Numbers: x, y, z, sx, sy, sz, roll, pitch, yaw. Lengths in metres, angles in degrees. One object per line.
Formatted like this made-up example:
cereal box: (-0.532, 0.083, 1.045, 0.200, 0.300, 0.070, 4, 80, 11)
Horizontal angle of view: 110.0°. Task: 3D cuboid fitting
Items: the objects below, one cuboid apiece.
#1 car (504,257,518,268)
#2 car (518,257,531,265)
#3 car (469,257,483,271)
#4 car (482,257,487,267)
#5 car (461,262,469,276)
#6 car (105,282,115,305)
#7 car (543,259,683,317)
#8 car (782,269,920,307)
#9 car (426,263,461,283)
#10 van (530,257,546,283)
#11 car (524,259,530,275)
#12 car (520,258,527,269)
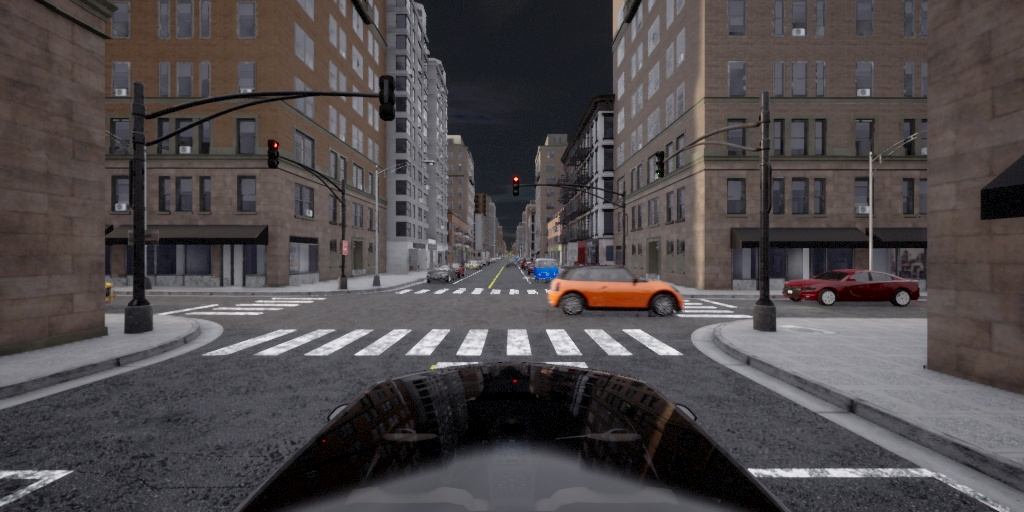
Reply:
car: (-0.050, 1.333, 61.551, 1.895, 1.301, 4.718, 0, 0, 0)
car: (2.503, 1.051, 56.349, 2.192, 1.841, 5.009, 0, 0, 0)
car: (-5.508, 1.266, 50.471, 1.751, 1.417, 4.829, 0, 0, 0)
car: (-5.522, 1.302, 56.323, 1.948, 1.339, 4.313, 0, 0, 0)
car: (-5.466, 1.291, 33.595, 1.888, 1.381, 4.507, 0, 0, 0)
car: (-17.242, 1.131, 12.741, 5.008, 1.535, 1.882, 0, 0, 0)
car: (3.599, 1.129, 12.821, 4.553, 1.767, 2.097, 0, 0, 0)
car: (14.781, 1.325, 15.813, 5.008, 1.535, 1.882, 0, 0, 1)
car: (-5.453, 1.297, 27.913, 2.007, 1.370, 4.403, 0, 0, 0)
van: (2.572, 1.088, 27.942, 1.690, 1.789, 3.998, 0, 0, 0)
car: (2.544, 1.327, 39.304, 1.802, 1.307, 4.207, 0, 0, 0)
car: (2.516, 1.323, 50.667, 1.802, 1.307, 4.207, 0, 0, 0)
